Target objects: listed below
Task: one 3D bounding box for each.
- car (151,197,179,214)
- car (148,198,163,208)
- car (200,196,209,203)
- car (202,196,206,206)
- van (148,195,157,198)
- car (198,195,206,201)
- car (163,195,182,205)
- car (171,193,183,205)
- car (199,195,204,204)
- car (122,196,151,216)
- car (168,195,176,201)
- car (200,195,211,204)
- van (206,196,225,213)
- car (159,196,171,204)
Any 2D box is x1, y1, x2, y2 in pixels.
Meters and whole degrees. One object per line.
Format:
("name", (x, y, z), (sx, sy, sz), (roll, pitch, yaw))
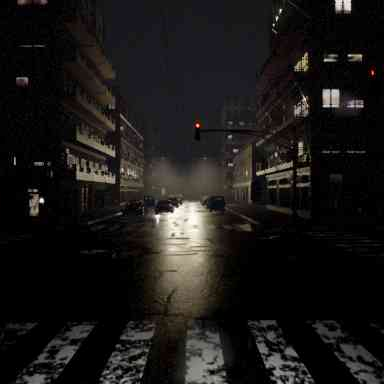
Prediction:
("car", (-2.817, 1.538, 35.276), (2.033, 1.411, 5.357), (0, 0, 0))
("car", (-5.317, 1.568, 48.640), (1.802, 1.307, 4.206), (0, 0, 0))
("car", (2.632, 1.520, 70.957), (1.887, 1.381, 4.507), (0, 0, 0))
("car", (2.701, 1.533, 43.051), (1.887, 1.381, 4.507), (0, 0, 0))
("van", (-5.369, 1.329, 43.059), (1.690, 1.788, 3.998), (0, 0, 0))
("car", (2.648, 1.527, 87.702), (1.947, 1.339, 4.313), (0, 0, 0))
("car", (-2.796, 1.512, 46.648), (1.812, 1.442, 4.674), (0, 0, 0))
("car", (-2.747, 1.204, 57.566), (2.150, 2.045, 5.566), (0, 0, 1))
("car", (2.619, 1.550, 54.213), (1.947, 1.339, 4.313), (0, 0, 0))
("car", (-5.414, 1.432, 31.895), (1.967, 1.590, 4.097), (0, 0, 0))
("car", (-5.233, 1.512, 87.709), (2.008, 1.369, 4.403), (0, 0, 0))
("car", (2.627, 1.419, 65.376), (1.967, 1.590, 4.097), (0, 0, 0))
("van", (2.730, 1.331, 36.847), (1.690, 1.788, 3.998), (0, 0, 0))
("car", (-5.253, 1.524, 65.383), (1.887, 1.381, 4.507), (0, 0, 0))
